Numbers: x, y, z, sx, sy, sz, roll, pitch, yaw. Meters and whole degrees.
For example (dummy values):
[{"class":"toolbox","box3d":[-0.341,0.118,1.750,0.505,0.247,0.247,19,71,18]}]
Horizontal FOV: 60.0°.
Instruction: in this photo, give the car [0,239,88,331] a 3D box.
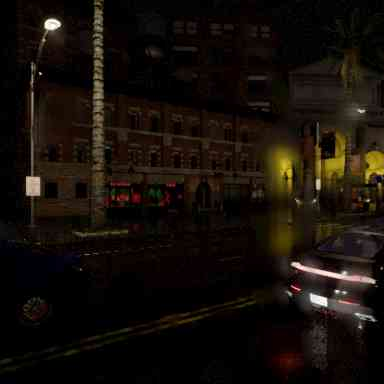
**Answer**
[{"class":"car","box3d":[-4.093,1.526,5.353,4.674,1.442,1.812,0,0,-36]}]

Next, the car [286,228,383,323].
[{"class":"car","box3d":[3.982,1.492,6.652,4.902,1.511,2.128,0,0,-35]}]
